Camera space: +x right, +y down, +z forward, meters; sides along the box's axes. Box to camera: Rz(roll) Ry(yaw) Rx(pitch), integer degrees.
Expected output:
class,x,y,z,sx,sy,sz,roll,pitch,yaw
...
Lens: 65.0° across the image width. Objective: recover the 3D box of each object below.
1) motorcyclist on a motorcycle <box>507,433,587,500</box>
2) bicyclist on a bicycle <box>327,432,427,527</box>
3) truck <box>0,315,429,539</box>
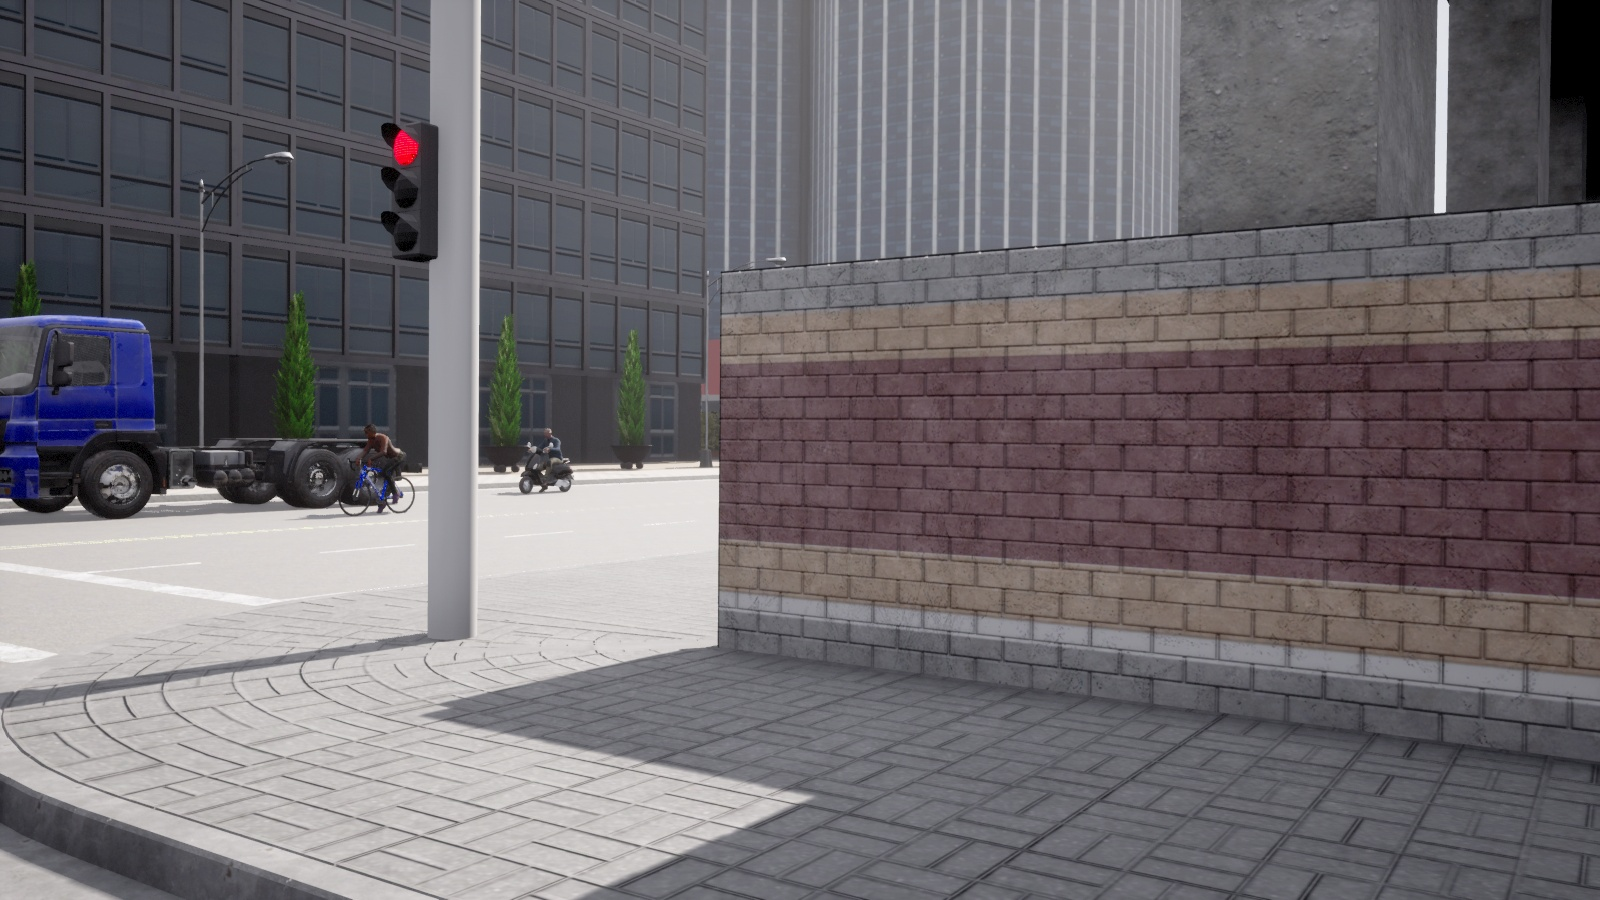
class,x,y,z,sx,sy,sz,roll,pitch,yaw
motorcyclist on a motorcycle,-6.189,0.376,30.776,0.866,1.590,1.817,0,1,34
bicyclist on a bicycle,-7.542,0.501,22.464,0.582,1.620,1.656,0,1,34
truck,-11.092,-0.415,23.453,2.891,3.462,7.936,0,1,34
